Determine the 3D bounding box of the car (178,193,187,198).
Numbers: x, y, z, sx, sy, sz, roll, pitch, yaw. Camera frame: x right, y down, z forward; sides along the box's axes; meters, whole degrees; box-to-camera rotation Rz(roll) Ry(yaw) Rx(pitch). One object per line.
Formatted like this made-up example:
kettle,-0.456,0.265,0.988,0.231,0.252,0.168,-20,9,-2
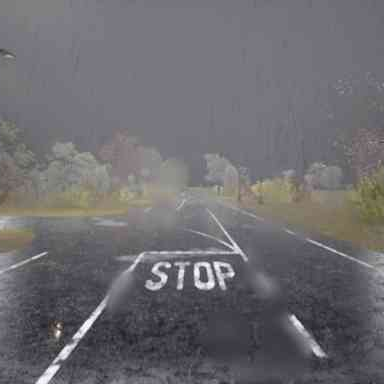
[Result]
car,-2.588,0.940,91.347,2.128,1.511,4.902,0,0,5

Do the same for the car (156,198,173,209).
car,-3.361,1.368,40.978,1.895,1.301,4.718,0,0,0
